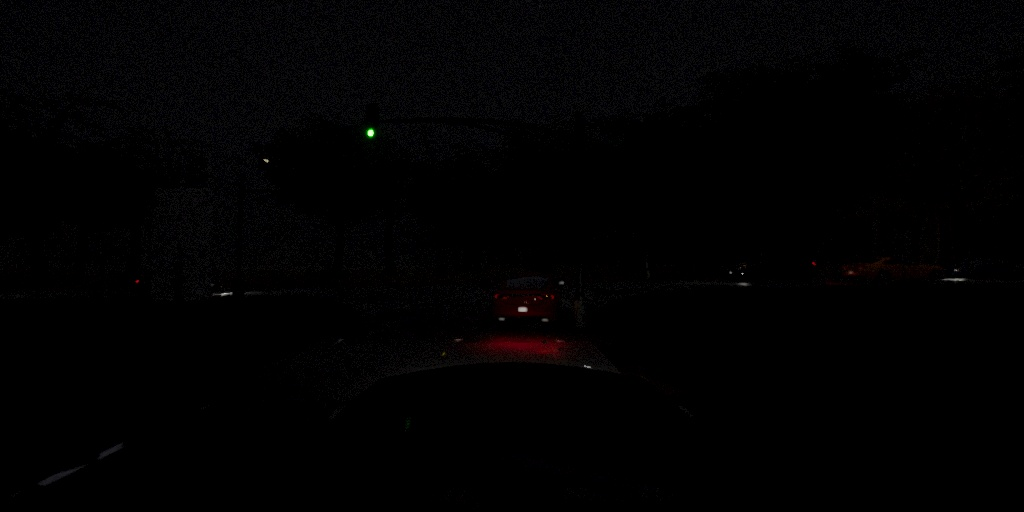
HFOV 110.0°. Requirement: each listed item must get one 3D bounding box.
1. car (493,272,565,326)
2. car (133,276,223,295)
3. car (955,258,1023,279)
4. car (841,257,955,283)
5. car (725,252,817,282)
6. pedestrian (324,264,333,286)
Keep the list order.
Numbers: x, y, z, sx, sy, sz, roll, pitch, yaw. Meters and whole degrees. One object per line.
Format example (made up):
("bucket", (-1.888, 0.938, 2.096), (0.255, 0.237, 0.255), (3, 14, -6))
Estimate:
("car", (0.685, 1.262, 11.899), (1.882, 1.535, 5.008), (0, 0, 9))
("car", (-20.175, 1.611, 21.776), (4.181, 1.385, 1.994), (-1, -2, 0))
("car", (33.174, 0.875, 25.412), (5.357, 1.411, 2.033), (-1, -2, 0))
("car", (23.018, 0.817, 21.754), (5.008, 1.535, 1.882), (-1, -2, 0))
("car", (18.273, 0.782, 25.444), (5.566, 2.045, 2.150), (-1, -2, 0))
("pedestrian", (-15.090, 1.547, 29.374), (0.375, 1.860, 0.375), (0, -1, 0))
